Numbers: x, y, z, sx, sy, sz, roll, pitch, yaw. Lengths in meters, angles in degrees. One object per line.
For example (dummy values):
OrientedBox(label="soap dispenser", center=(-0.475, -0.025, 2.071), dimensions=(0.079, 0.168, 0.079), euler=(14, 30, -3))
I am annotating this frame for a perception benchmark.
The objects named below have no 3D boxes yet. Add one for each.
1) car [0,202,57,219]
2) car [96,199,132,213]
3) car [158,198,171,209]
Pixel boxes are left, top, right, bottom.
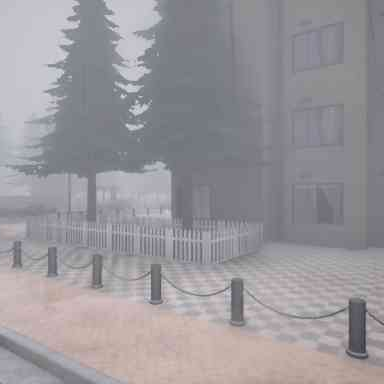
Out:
OrientedBox(label="car", center=(-14.342, 1.585, 28.769), dimensions=(1.895, 1.301, 4.718), euler=(0, 0, 37))
OrientedBox(label="car", center=(-8.716, 1.476, 36.217), dimensions=(2.128, 1.511, 4.902), euler=(0, 0, 37))
OrientedBox(label="car", center=(-2.478, 1.510, 44.447), dimensions=(1.812, 1.442, 4.674), euler=(0, 0, 37))
